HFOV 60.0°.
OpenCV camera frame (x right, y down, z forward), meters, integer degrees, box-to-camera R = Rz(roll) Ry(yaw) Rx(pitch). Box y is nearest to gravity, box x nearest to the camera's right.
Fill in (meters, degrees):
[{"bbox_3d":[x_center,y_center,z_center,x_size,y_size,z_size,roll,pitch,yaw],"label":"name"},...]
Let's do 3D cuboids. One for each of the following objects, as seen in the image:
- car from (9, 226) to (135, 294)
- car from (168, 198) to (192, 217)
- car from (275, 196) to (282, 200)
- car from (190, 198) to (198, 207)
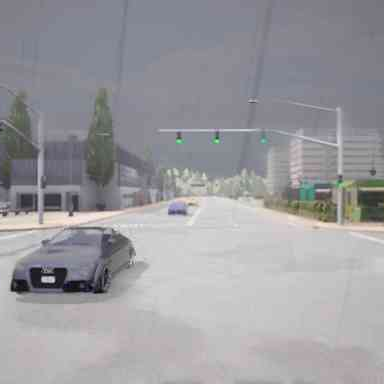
[{"bbox_3d":[-2.865,1.633,8.862,1.994,1.385,4.181,0,0,3],"label":"car"},{"bbox_3d":[-1.403,1.744,34.990,1.882,1.535,5.008,0,0,3],"label":"car"},{"bbox_3d":[22.367,1.688,78.763,3.866,1.878,1.905,0,0,2],"label":"car"},{"bbox_3d":[0.055,1.875,61.059,1.882,1.535,5.008,0,0,3],"label":"car"}]
